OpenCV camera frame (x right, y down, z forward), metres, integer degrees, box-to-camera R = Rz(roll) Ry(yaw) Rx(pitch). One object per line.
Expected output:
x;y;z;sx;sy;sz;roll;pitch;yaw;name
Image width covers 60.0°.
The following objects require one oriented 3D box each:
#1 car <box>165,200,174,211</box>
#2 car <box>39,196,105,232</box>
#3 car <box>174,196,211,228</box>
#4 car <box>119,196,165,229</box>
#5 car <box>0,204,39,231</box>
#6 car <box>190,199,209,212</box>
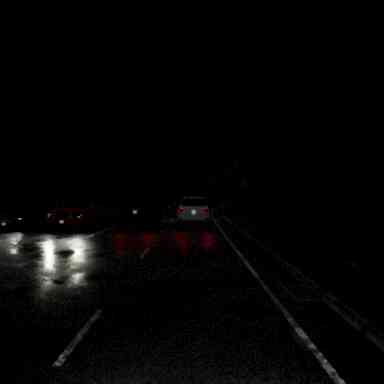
-2.503;1.712;41.616;1.994;1.385;4.181;0;0;5;car
-7.071;1.281;20.863;2.150;2.045;5.566;0;0;1;car
0.149;1.291;22.964;2.150;2.045;5.566;0;0;1;car
-3.361;1.290;22.482;2.150;2.045;5.566;0;0;1;car
-10.556;1.552;21.152;2.128;1.511;4.902;0;0;1;car
1.024;1.699;42.065;2.033;1.411;5.357;0;0;5;car
